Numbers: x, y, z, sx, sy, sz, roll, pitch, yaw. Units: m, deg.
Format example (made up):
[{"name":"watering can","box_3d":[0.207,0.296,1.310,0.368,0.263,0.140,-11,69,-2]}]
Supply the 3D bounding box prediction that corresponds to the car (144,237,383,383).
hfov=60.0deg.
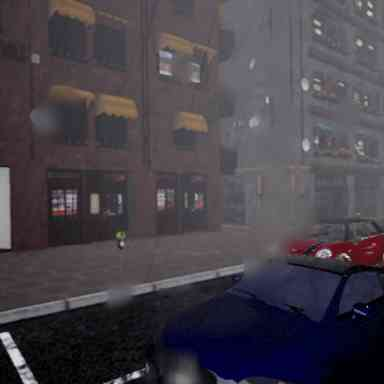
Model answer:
[{"name":"car","box_3d":[1.504,1.591,4.274,4.181,1.385,1.994,0,-1,-38]}]

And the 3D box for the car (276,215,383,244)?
[{"name":"car","box_3d":[3.952,1.490,9.352,4.097,1.590,1.967,0,-1,-38]}]
